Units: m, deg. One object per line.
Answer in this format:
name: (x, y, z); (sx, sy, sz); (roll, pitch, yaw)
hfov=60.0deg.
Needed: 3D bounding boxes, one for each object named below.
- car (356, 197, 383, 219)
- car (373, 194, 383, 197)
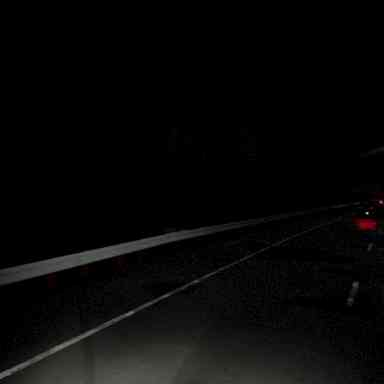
car: (15.970, 1.505, 29.670); (1.837, 1.490, 4.892); (0, 0, 35)
car: (22.006, 1.221, 38.225); (2.150, 2.045, 5.566); (0, 0, 35)
